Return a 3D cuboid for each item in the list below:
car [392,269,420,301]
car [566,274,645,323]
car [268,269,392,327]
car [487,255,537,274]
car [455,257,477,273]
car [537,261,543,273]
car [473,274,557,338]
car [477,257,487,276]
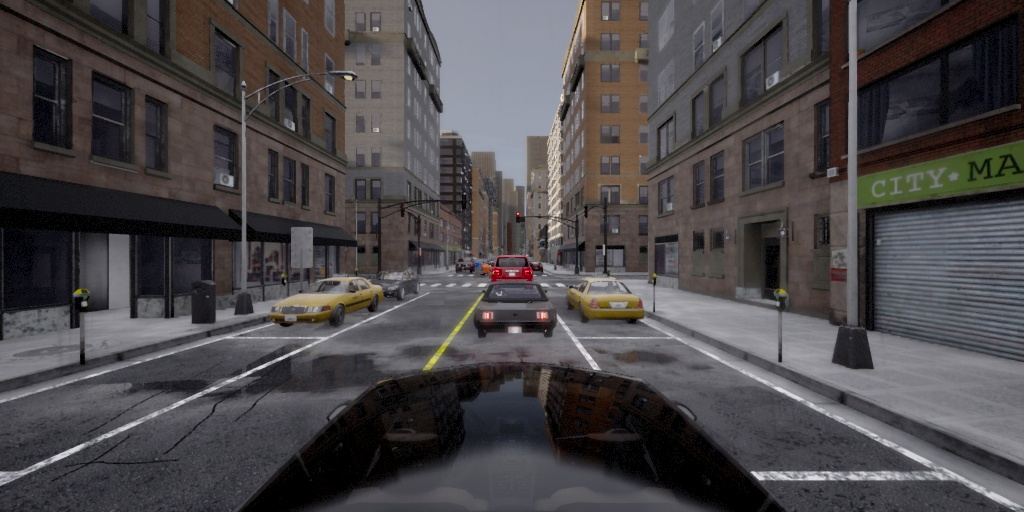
[{"bbox_3d":[-5.665,1.302,17.284,2.007,1.370,4.403,0,0,0],"label":"car"},{"bbox_3d":[2.859,1.276,11.927,1.751,1.417,4.829,0,0,0],"label":"car"},{"bbox_3d":[-5.666,1.276,11.589,1.751,1.417,4.829,0,0,0],"label":"car"},{"bbox_3d":[0.004,0.974,19.936,2.150,2.045,5.566,0,0,0],"label":"car"},{"bbox_3d":[-5.660,1.078,44.058,2.192,1.841,5.009,0,0,0],"label":"car"},{"bbox_3d":[2.865,1.308,44.056,1.888,1.381,4.507,0,0,0],"label":"car"},{"bbox_3d":[0.083,1.351,10.166,1.895,1.301,4.718,0,0,0],"label":"car"},{"bbox_3d":[-1.458,1.098,34.468,2.097,1.767,4.553,0,0,-23],"label":"car"}]
